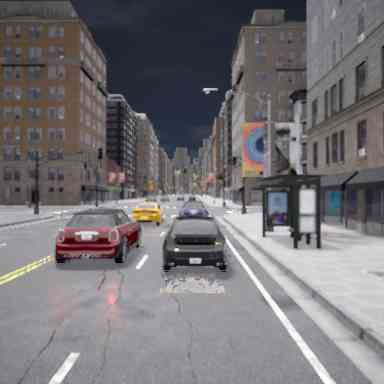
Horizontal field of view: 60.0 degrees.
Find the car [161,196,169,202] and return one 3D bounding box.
[{"bbox_3d":[-6.447,1.709,79.079,1.994,1.385,4.181,0,0,0],"label":"car"}]

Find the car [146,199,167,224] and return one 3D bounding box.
[{"bbox_3d":[-3.138,1.528,24.271,1.882,1.535,5.008,0,0,0],"label":"car"}]

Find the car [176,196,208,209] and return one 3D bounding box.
[{"bbox_3d":[0.112,1.405,24.622,2.097,1.767,4.553,0,0,0],"label":"car"}]

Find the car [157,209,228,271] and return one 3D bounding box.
[{"bbox_3d":[0.095,1.526,11.018,1.837,1.490,4.892,0,0,0],"label":"car"}]

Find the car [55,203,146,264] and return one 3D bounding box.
[{"bbox_3d":[-3.146,1.378,12.062,2.097,1.767,4.553,0,0,0],"label":"car"}]

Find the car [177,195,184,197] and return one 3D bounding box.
[{"bbox_3d":[-3.190,1.758,89.218,1.895,1.301,4.718,0,0,0],"label":"car"}]

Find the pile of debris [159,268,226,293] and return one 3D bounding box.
[{"bbox_3d":[0.006,2.191,8.353,1.500,0.140,1.860,0,0,0],"label":"pile of debris"}]

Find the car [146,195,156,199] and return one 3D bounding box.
[{"bbox_3d":[-9.697,1.512,79.111,2.097,1.767,4.553,0,0,0],"label":"car"}]
